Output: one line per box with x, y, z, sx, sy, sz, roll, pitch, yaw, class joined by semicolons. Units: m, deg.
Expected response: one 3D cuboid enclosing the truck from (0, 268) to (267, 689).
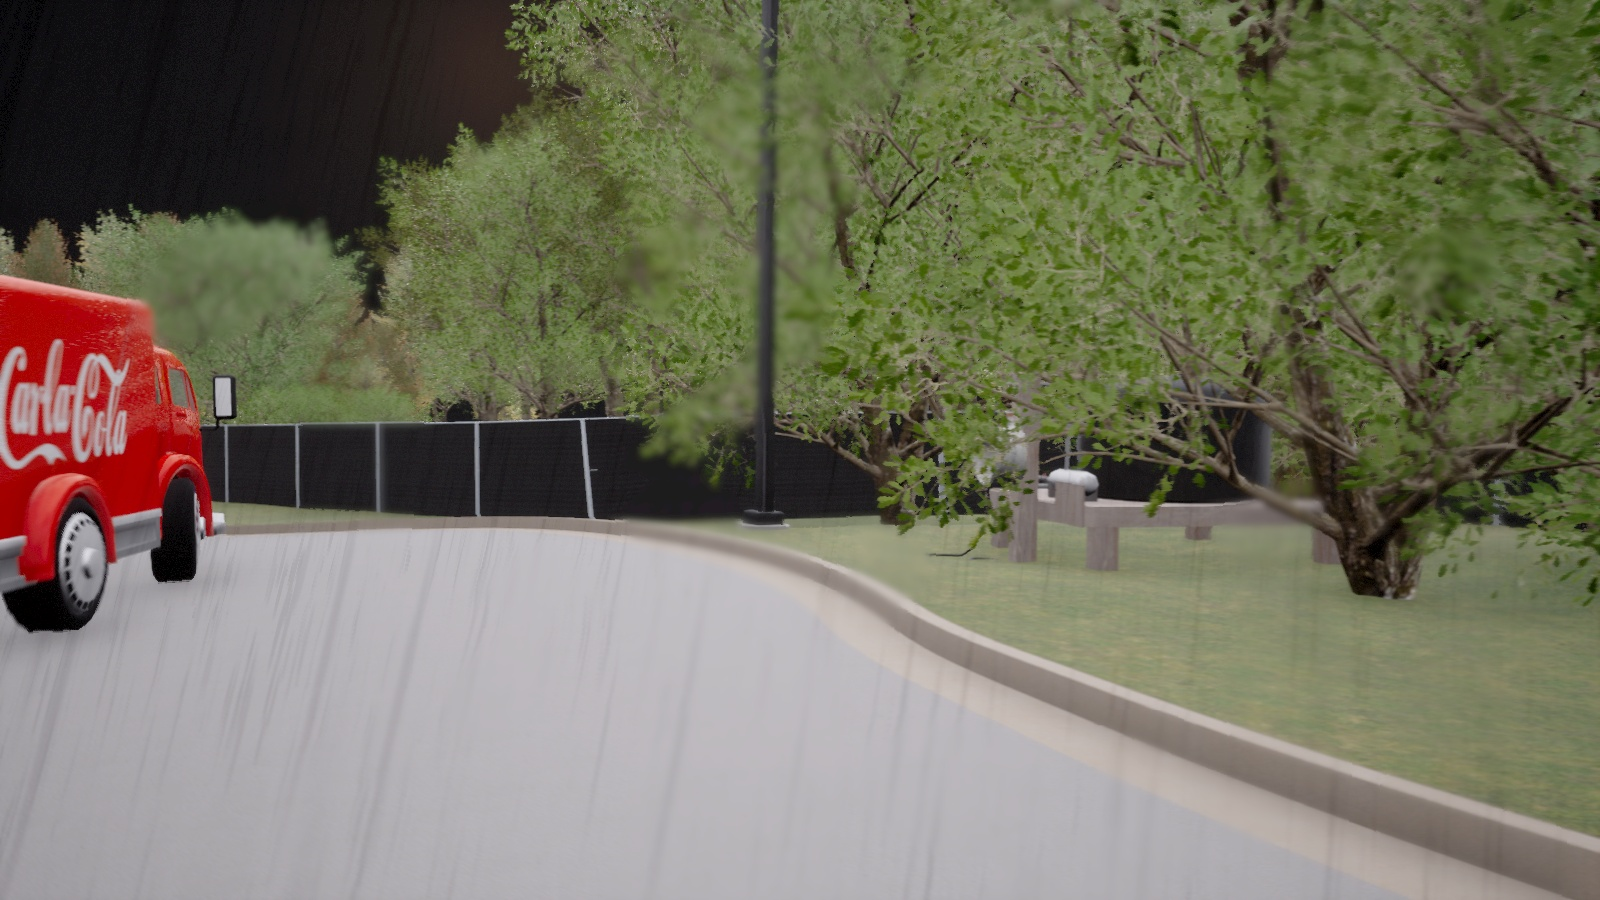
-6.301;0.141;9.710;2.627;2.467;5.204;-2;2;-8;truck
